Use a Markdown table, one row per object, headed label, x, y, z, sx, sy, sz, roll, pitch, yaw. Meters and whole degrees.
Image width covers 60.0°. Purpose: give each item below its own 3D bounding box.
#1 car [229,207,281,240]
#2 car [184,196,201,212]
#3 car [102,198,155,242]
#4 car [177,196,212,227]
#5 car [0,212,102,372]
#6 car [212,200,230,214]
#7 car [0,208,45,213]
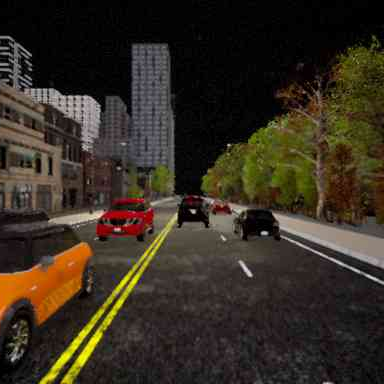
| label | x | y | z | sx | sy | sz | roll | pitch | yaw |
| --- | --- | --- | --- | --- | --- | --- | --- | --- | --- |
| car | 3.343 | 1.655 | 17.765 | 1.837 | 1.490 | 4.892 | 0 | 0 | 0 |
| car | 0.085 | 1.593 | 45.082 | 2.150 | 2.045 | 5.566 | 0 | 0 | 0 |
| car | -3.300 | 1.371 | 17.674 | 2.150 | 2.045 | 5.566 | 0 | -1 | 1 |
| car | 0.090 | 1.426 | 24.502 | 2.150 | 2.045 | 5.566 | 0 | 0 | 0 |
| car | -3.255 | 1.400 | 5.683 | 2.097 | 1.767 | 4.553 | 0 | 0 | 0 |
| car | 3.336 | 1.675 | 39.346 | 2.097 | 1.767 | 4.553 | 0 | -1 | 0 |
| car | -6.584 | 1.452 | 11.888 | 2.097 | 1.767 | 4.553 | 0 | -1 | 0 |
